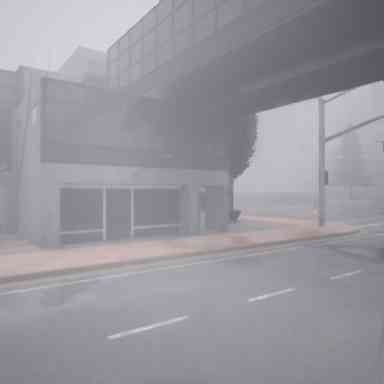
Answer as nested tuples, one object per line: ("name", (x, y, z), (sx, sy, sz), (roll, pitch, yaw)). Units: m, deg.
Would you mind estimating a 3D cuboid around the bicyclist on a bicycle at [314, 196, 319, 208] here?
("bicyclist on a bicycle", (16.304, 1.274, 43.148), (1.656, 1.620, 0.582), (0, 0, -36))
